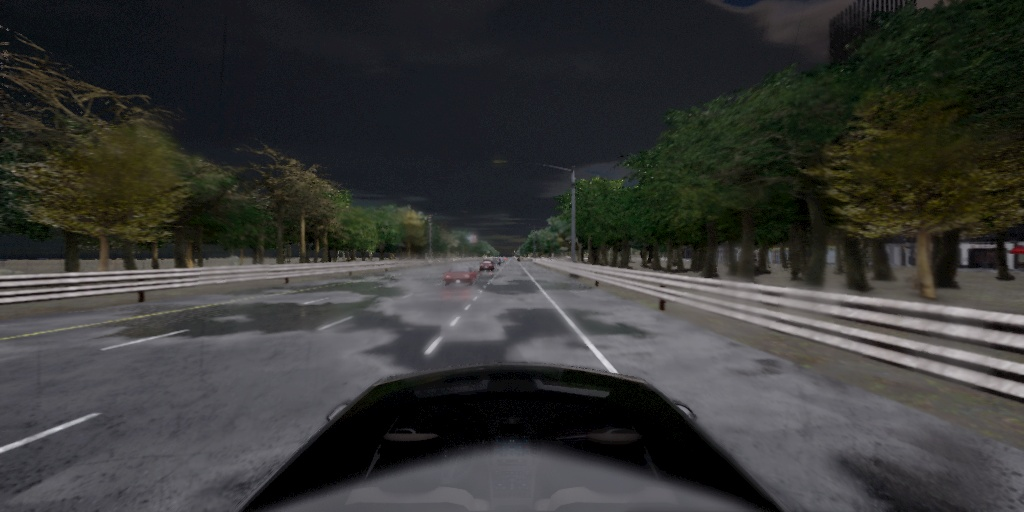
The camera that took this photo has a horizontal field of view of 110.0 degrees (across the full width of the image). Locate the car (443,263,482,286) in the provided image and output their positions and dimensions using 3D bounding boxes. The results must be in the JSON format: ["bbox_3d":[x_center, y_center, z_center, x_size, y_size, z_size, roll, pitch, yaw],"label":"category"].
[{"bbox_3d":[-3.464,1.356,25.226,1.895,1.301,4.718,0,0,0],"label":"car"}]

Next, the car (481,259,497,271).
[{"bbox_3d":[-3.395,1.285,49.384,1.812,1.442,4.674,0,0,0],"label":"car"}]
